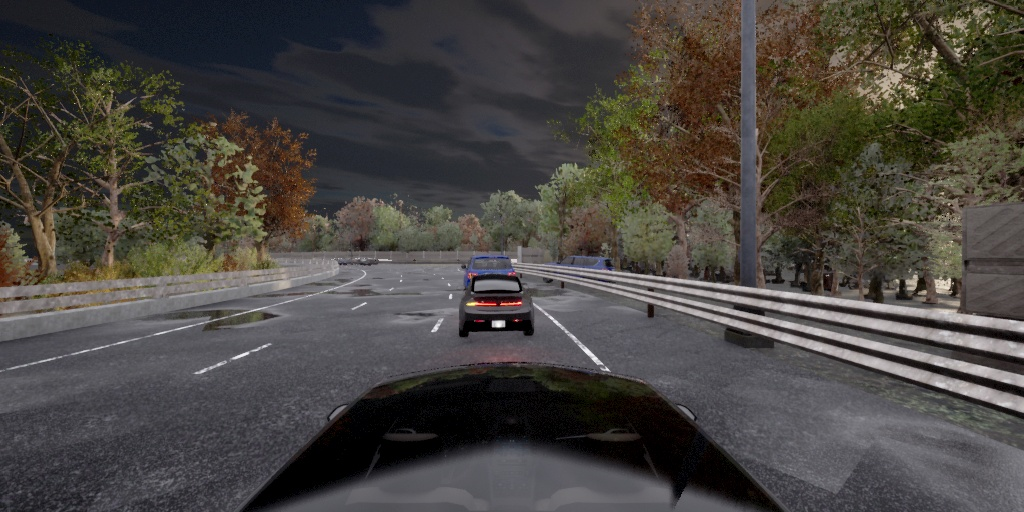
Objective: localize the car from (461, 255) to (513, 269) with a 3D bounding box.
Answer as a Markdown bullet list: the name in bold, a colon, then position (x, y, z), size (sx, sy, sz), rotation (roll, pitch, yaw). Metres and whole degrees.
- **car**: position (-1.170, 0.971, 17.008), size (2.150, 2.045, 5.566), rotation (0, 0, -9)

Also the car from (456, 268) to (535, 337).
- **car**: position (-0.521, 1.255, 10.334), size (1.837, 1.490, 4.892), rotation (0, 0, -5)

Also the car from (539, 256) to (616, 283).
- **car**: position (4.605, 0.998, 25.552), size (5.566, 2.045, 2.150), rotation (5, 1, 37)
